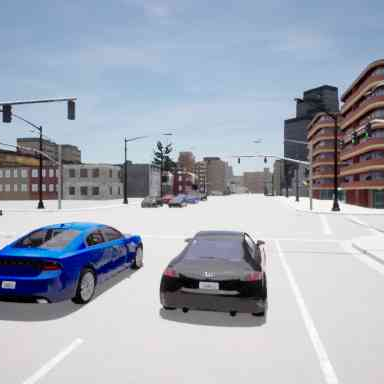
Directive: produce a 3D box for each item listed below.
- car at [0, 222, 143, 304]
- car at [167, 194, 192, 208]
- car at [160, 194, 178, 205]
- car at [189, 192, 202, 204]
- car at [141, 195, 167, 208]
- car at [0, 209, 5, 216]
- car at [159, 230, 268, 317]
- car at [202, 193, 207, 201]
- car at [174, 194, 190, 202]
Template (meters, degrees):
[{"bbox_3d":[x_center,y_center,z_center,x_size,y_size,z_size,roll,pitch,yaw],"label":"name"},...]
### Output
[{"bbox_3d":[-2.745,1.477,8.271,1.882,1.535,5.008,0,0,11],"label":"car"},{"bbox_3d":[-1.909,1.406,46.874,2.033,1.411,5.357,0,1,11],"label":"car"},{"bbox_3d":[-3.781,1.223,55.463,1.882,1.535,5.008,0,1,11],"label":"car"},{"bbox_3d":[-0.072,1.246,56.279,1.812,1.442,4.674,0,1,11],"label":"car"},{"bbox_3d":[-5.545,1.227,46.498,2.097,1.767,4.553,0,1,11],"label":"car"},{"bbox_3d":[-18.787,1.546,28.130,5.357,1.411,2.033,0,0,10],"label":"car"},{"bbox_3d":[0.692,1.564,7.624,1.994,1.385,4.181,0,0,12],"label":"car"},{"bbox_3d":[1.890,1.048,66.101,1.837,1.490,4.892,0,1,12],"label":"car"},{"bbox_3d":[-1.872,1.121,65.114,2.033,1.411,5.357,0,1,11],"label":"car"}]
